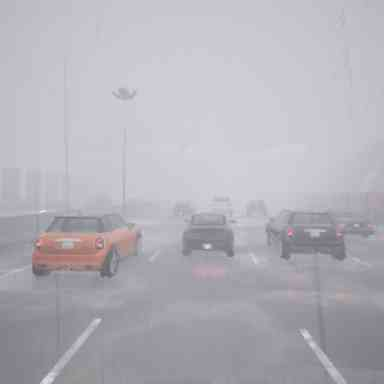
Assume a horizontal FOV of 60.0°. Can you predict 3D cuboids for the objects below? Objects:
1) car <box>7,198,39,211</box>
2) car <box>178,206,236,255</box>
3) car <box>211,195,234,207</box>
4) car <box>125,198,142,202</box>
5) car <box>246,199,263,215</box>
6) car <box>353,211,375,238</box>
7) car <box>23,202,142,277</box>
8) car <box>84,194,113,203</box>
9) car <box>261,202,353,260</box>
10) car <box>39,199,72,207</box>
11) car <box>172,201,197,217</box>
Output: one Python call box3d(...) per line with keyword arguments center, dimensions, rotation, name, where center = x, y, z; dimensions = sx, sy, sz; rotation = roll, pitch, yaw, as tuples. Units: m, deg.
box3d(center=(-20.784, 1.525, 41.380), dimensions=(2.128, 1.511, 4.902), rotation=(0, 0, 8), name="car")
box3d(center=(0.710, 1.559, 13.537), dimensions=(1.837, 1.490, 4.892), rotation=(0, 0, 5), name="car")
box3d(center=(3.102, 1.362, 34.134), dimensions=(2.150, 2.045, 5.566), rotation=(0, 0, 8), name="car")
box3d(center=(-8.878, 1.636, 49.834), dimensions=(1.837, 1.490, 4.892), rotation=(0, 0, 9), name="car")
box3d(center=(6.959, 1.519, 36.344), dimensions=(2.097, 1.767, 4.553), rotation=(0, 0, 8), name="car")
box3d(center=(8.171, 1.658, 18.404), dimensions=(2.033, 1.411, 5.357), rotation=(0, 0, 7), name="car")
box3d(center=(-2.998, 1.373, 10.500), dimensions=(2.097, 1.767, 4.553), rotation=(0, 0, 3), name="car")
box3d(center=(-12.945, 1.316, 46.488), dimensions=(2.150, 2.045, 5.566), rotation=(0, 0, 9), name="car")
box3d(center=(4.199, 1.421, 13.023), dimensions=(2.097, 1.767, 4.553), rotation=(0, 0, 4), name="car")
box3d(center=(-17.065, 1.623, 42.603), dimensions=(1.994, 1.385, 4.181), rotation=(0, 0, 9), name="car")
box3d(center=(-0.675, 1.618, 32.201), dimensions=(1.837, 1.490, 4.892), rotation=(0, 0, 7), name="car")
